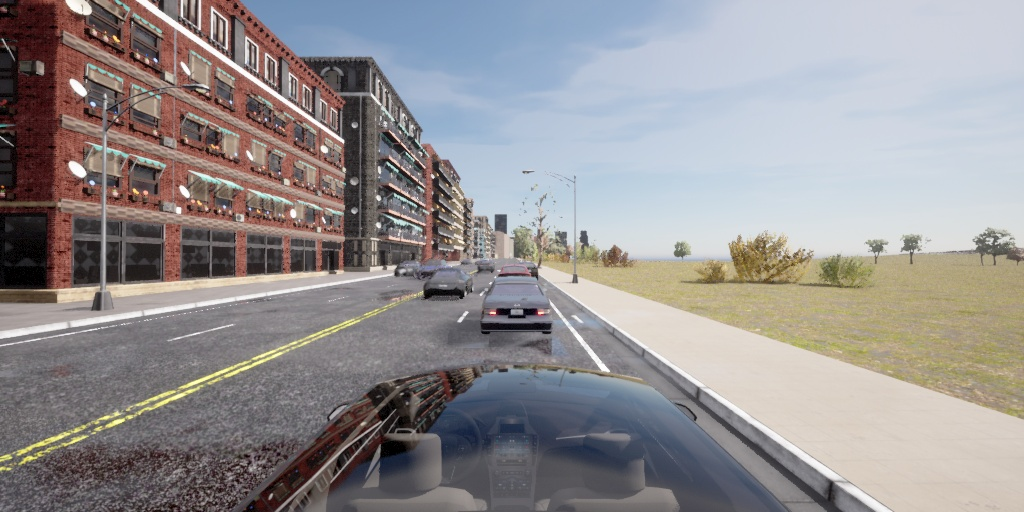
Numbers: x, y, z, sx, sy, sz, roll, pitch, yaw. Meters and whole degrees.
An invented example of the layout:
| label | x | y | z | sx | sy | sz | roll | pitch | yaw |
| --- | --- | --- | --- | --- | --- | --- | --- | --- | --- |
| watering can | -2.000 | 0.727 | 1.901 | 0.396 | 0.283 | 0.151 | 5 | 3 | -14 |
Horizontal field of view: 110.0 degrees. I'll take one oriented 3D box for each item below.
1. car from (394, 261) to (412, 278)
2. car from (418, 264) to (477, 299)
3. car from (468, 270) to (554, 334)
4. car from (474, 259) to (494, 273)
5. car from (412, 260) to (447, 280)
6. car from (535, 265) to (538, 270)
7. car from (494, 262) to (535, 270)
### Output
| label | x | y | z | sx | sy | sz | roll | pitch | yaw |
| --- | --- | --- | --- | --- | --- | --- | --- | --- | --- |
| car | -9.790 | 1.245 | 34.308 | 2.128 | 1.511 | 4.902 | 0 | 0 | 0 |
| car | -3.121 | 1.317 | 18.260 | 1.994 | 1.385 | 4.181 | 0 | 0 | 0 |
| car | 0.115 | 1.299 | 10.545 | 2.033 | 1.411 | 5.357 | 0 | 0 | 0 |
| car | -3.071 | 1.244 | 43.273 | 2.128 | 1.511 | 4.902 | 0 | 0 | 0 |
| car | -6.547 | 1.106 | 30.281 | 2.097 | 1.767 | 4.553 | 0 | 0 | 0 |
| car | 1.192 | 1.232 | 30.522 | 1.882 | 1.535 | 5.008 | 0 | 0 | 0 |
| car | 0.139 | 1.231 | 21.085 | 1.882 | 1.535 | 5.008 | 0 | 0 | 0 |
